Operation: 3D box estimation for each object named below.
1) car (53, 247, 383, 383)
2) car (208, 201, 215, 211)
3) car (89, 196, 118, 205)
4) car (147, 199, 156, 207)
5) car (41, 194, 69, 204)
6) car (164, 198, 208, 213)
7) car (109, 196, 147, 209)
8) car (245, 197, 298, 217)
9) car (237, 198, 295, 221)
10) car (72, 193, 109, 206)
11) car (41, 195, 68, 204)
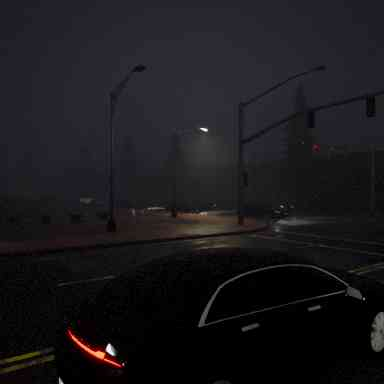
[{"bbox_3d":[0.823,1.505,4.384,4.892,1.490,1.837,0,0,-35],"label":"car"},{"bbox_3d":[0.759,1.507,40.534,1.837,1.490,4.892,0,-1,-40],"label":"car"},{"bbox_3d":[-16.271,1.478,61.339,5.008,1.535,1.882,0,0,21],"label":"car"},{"bbox_3d":[-7.275,1.564,48.390,4.181,1.385,1.994,0,0,36],"label":"car"},{"bbox_3d":[-26.230,1.352,63.806,4.553,1.767,2.097,0,0,9],"label":"car"},{"bbox_3d":[-1.033,1.548,37.409,2.033,1.411,5.357,0,0,-38],"label":"car"},{"bbox_3d":[-8.707,1.526,45.149,4.674,1.442,1.812,0,0,37],"label":"car"},{"bbox_3d":[7.487,1.351,31.728,2.097,1.767,4.553,0,0,-37],"label":"car"},{"bbox_3d":[5.934,1.505,27.942,1.837,1.490,4.892,0,0,-36],"label":"car"},{"bbox_3d":[-16.723,1.221,54.019,5.566,2.045,2.150,0,0,20],"label":"car"},{"bbox_3d":[-22.116,1.258,52.421,5.357,1.411,2.033,0,0,16],"label":"car"}]
